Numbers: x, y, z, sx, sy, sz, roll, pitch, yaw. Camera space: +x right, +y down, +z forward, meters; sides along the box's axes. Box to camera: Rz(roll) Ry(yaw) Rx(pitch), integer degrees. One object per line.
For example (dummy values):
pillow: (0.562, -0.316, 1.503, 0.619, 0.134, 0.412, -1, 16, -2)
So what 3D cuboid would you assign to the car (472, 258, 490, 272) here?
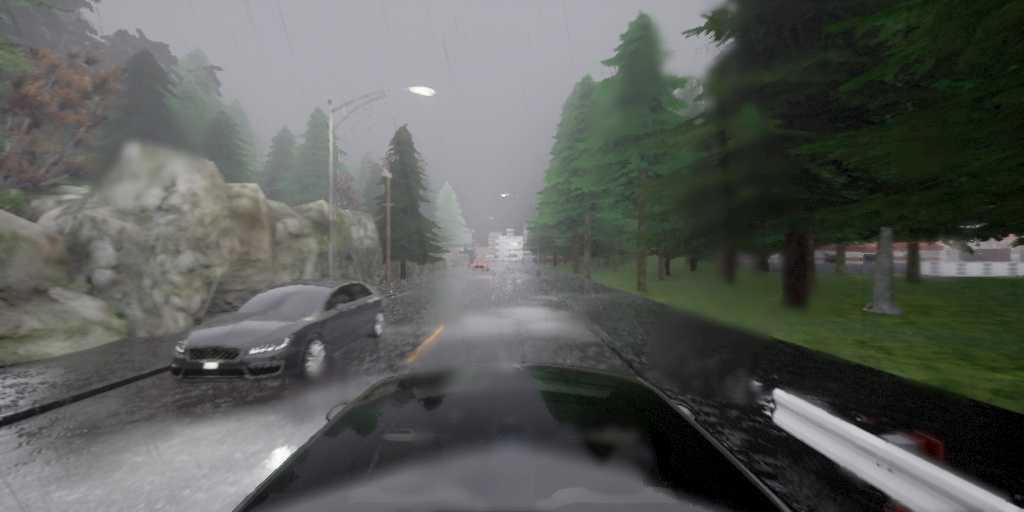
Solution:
car: (-4.059, 1.105, 47.120, 2.097, 1.767, 4.553, 0, 0, 1)

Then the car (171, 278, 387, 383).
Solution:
car: (-4.103, 1.255, 7.317, 1.837, 1.490, 4.892, 0, 0, 0)
